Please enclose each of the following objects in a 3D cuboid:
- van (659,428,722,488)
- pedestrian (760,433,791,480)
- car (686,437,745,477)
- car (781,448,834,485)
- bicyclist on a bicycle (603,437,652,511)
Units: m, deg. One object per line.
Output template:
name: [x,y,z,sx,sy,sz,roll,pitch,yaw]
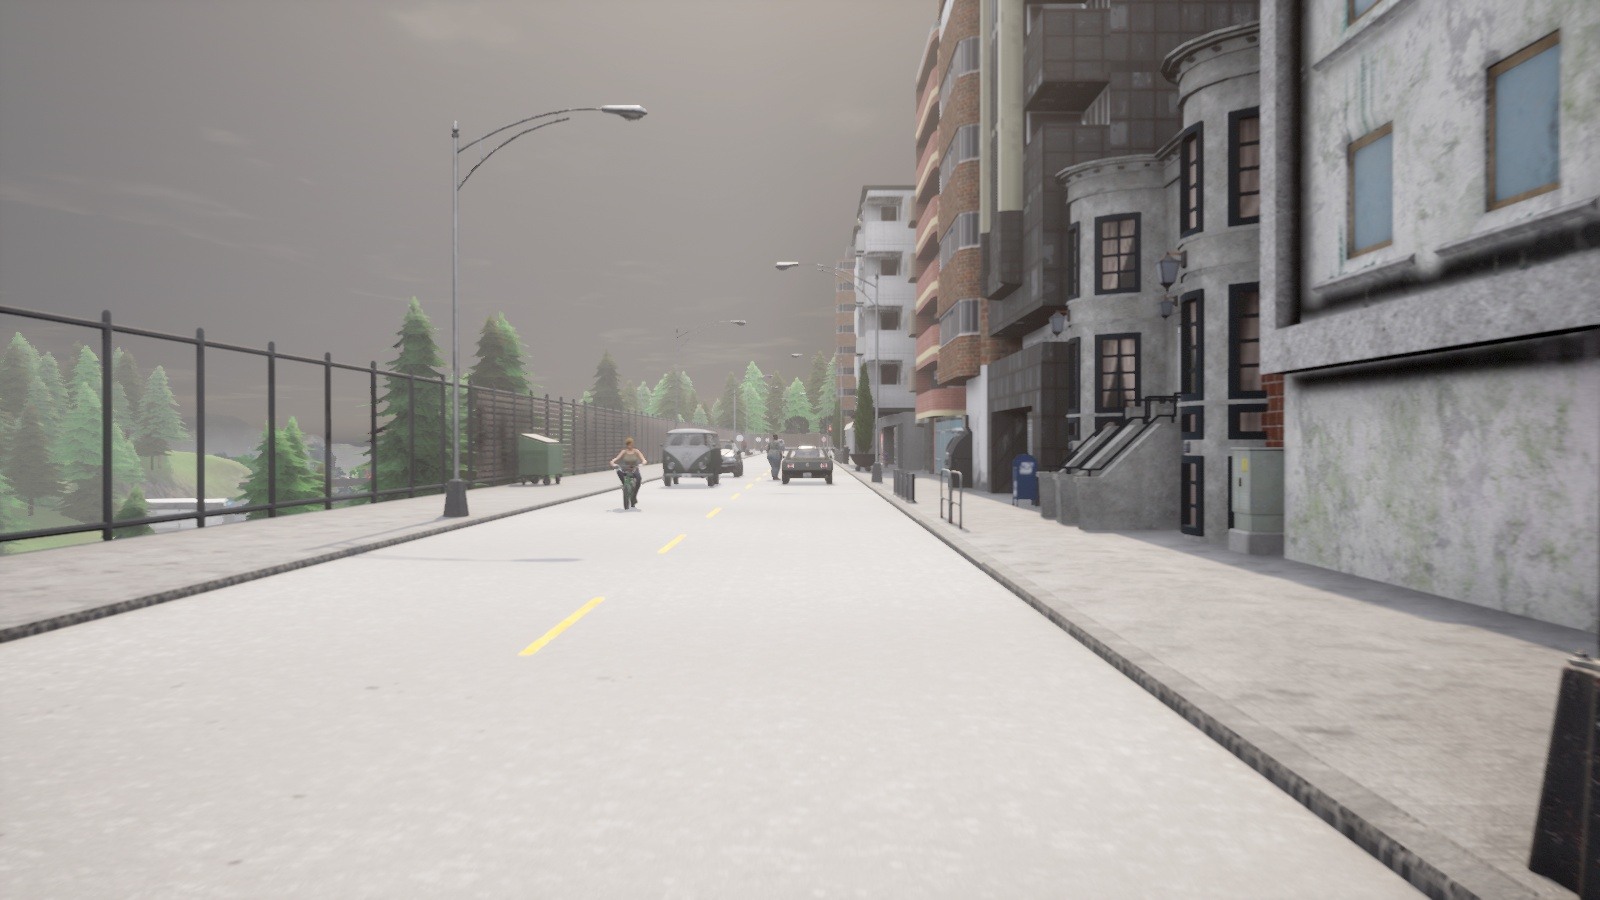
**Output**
van: [-3.741,0.251,43.587,1.775,1.987,4.442,0,0,0]
pedestrian: [-0.973,0.261,49.752,0.874,1.855,0.900,0,0,45]
car: [-3.676,0.276,55.354,2.242,1.667,4.611,0,0,0]
car: [0.274,0.584,46.645,1.895,1.301,4.718,0,0,0]
bicyclist on a bicycle: [-3.823,0.522,27.986,0.866,1.612,1.509,0,0,1]
